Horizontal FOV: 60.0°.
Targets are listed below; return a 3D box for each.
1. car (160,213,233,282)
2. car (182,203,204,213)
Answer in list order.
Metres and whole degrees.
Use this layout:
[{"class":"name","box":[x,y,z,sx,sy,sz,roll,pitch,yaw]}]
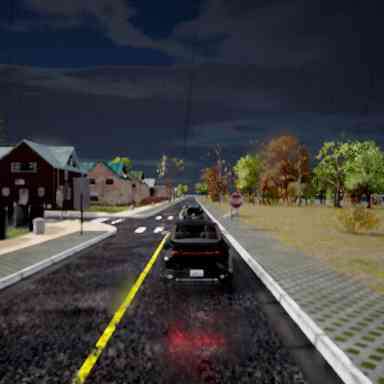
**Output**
[{"class":"car","box":[0.105,1.605,9.993,1.837,1.490,4.892,0,0,0]},{"class":"car","box":[0.118,1.805,31.616,2.128,1.511,4.902,0,-1,0]}]
